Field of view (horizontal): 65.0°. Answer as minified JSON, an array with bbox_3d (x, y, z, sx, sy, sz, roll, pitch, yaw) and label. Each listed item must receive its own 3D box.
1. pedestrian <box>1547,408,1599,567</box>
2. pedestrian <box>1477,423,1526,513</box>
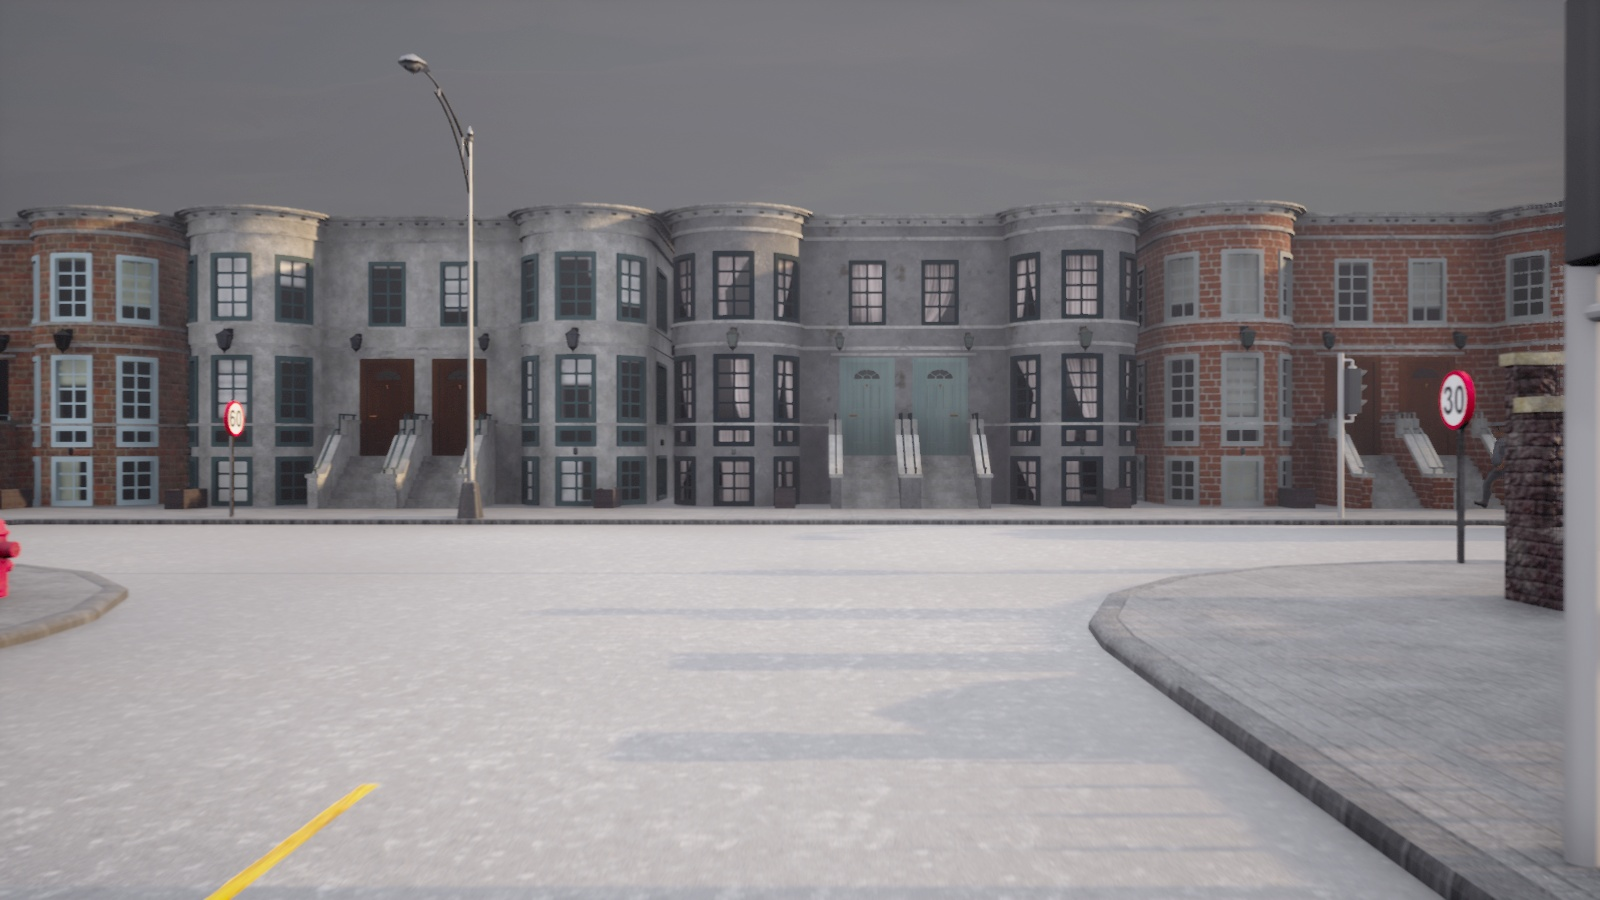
[{"bbox_3d":[9.263,0.437,14.833,0.720,1.854,0.376,0,0,24],"label":"pedestrian"},{"bbox_3d":[14.579,0.366,26.108,0.694,1.848,0.540,0,0,1],"label":"pedestrian"}]
